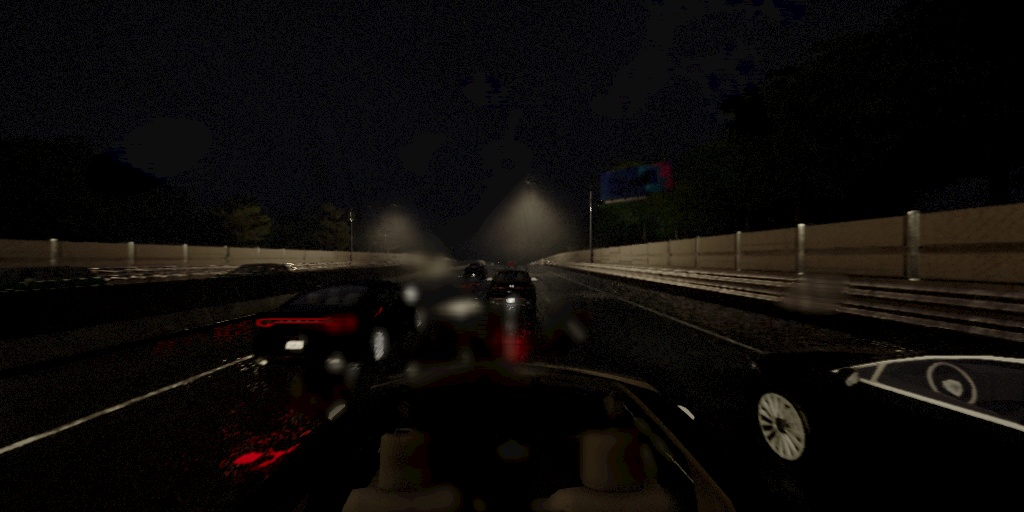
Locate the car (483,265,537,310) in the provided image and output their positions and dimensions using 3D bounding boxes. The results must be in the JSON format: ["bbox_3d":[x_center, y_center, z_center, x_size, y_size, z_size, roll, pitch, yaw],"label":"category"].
[{"bbox_3d":[-0.009,1.315,15.097,1.837,1.490,4.892,0,0,0],"label":"car"}]

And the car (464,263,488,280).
[{"bbox_3d":[-3.399,1.414,34.116,1.837,1.490,4.892,0,0,0],"label":"car"}]

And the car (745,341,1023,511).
[{"bbox_3d":[3.500,1.244,2.019,2.128,1.511,4.902,0,0,0],"label":"car"}]

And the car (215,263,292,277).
[{"bbox_3d":[-14.059,1.183,19.673,2.097,1.767,4.553,0,0,0],"label":"car"}]

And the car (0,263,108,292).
[{"bbox_3d":[-17.587,1.149,12.782,2.097,1.767,4.553,0,0,0],"label":"car"}]

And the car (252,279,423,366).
[{"bbox_3d":[-3.400,1.254,8.088,1.882,1.535,5.008,0,0,0],"label":"car"}]
